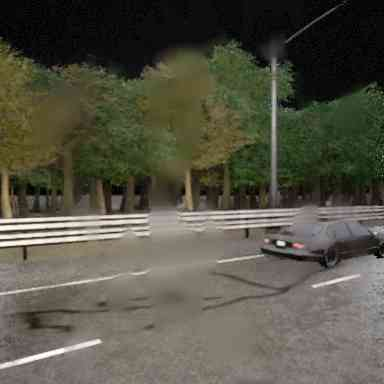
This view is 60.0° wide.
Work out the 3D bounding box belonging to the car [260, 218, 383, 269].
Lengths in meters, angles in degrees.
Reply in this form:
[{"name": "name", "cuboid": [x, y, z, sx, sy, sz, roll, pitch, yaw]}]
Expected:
[{"name": "car", "cuboid": [4.753, 1.590, 11.292, 5.357, 1.411, 2.033, 0, 0, -33]}]
